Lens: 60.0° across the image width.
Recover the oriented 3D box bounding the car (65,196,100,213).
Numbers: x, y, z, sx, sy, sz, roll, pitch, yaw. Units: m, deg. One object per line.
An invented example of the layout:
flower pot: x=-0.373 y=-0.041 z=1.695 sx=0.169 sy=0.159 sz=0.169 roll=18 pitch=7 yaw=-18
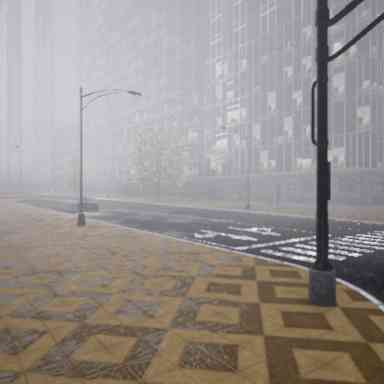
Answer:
car: x=-9.758 y=1.045 z=29.520 sx=1.994 sy=1.385 sz=4.181 roll=0 pitch=1 yaw=-38
